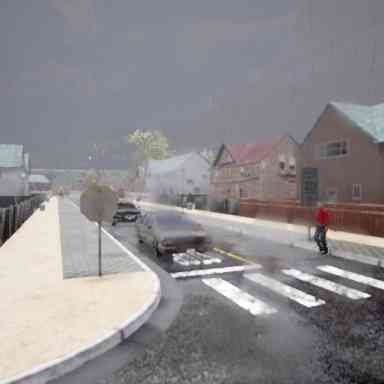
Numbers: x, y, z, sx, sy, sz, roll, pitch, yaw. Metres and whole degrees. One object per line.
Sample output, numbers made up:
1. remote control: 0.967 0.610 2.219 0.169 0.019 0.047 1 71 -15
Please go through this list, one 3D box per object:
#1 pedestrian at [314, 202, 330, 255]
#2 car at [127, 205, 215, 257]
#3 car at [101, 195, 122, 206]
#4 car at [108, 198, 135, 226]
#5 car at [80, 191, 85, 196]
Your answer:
1. pedestrian: 4.385 1.203 11.288 0.375 1.860 0.375 0 0 -22
2. car: -0.949 1.449 12.968 2.033 1.411 5.357 0 1 -20
3. car: -11.369 1.149 46.544 2.033 1.411 5.357 0 1 -22
4. car: -4.631 1.328 22.144 1.837 1.490 4.892 0 1 -22
5. car: -14.411 0.933 46.462 2.150 2.045 5.566 0 1 -22
